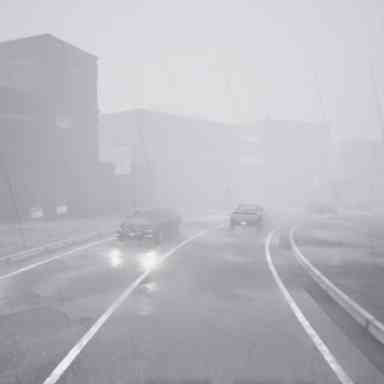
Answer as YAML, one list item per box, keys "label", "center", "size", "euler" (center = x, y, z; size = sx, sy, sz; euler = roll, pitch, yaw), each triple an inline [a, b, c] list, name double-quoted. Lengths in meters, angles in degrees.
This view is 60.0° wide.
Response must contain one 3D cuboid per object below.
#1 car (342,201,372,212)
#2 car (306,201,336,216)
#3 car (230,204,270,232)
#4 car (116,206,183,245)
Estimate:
- label: "car"
  center: [24.586, 2.049, 49.580]
  size: [5.008, 1.535, 1.882]
  euler: [2, 3, -28]
- label: "car"
  center: [14.735, 1.836, 37.756]
  size: [2.128, 1.511, 4.902]
  euler: [5, 2, 44]
- label: "car"
  center: [3.692, 1.530, 20.726]
  size: [2.128, 1.511, 4.902]
  euler: [2, 0, 20]
- label: "car"
  center: [-1.777, 1.439, 15.445]
  size: [1.837, 1.490, 4.892]
  euler: [1, 0, 14]
